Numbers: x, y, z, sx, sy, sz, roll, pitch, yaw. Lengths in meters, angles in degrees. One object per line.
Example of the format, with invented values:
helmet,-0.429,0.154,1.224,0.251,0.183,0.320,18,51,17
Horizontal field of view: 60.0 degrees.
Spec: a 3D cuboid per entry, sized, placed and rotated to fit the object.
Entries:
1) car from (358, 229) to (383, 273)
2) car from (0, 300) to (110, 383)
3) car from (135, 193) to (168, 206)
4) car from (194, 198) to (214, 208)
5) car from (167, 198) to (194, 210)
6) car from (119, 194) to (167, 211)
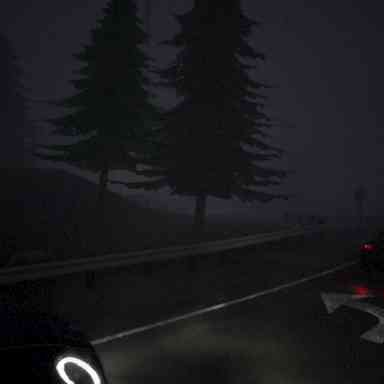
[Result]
car,6.579,1.607,9.802,4.181,1.385,1.994,0,0,-43
car,-2.814,1.349,2.035,4.553,1.767,2.097,0,0,-35
car,-6.735,1.261,55.327,5.566,2.045,2.150,0,0,39
car,0.950,1.581,49.145,4.902,1.511,2.128,0,0,39
car,-2.547,1.670,42.978,4.718,1.301,1.895,0,0,39
car,-6.136,1.269,41.376,5.566,2.045,2.150,0,0,39
